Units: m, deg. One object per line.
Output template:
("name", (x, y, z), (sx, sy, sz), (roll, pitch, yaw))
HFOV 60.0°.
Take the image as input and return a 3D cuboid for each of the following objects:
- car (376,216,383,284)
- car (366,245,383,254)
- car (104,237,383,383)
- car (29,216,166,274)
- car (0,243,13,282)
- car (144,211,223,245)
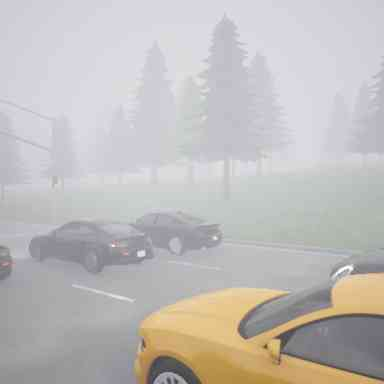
("car", (7.119, 1.474, 7.513), (5.008, 1.535, 1.882), (0, 0, 35))
("car", (4.484, 1.349, 5.091), (4.553, 1.767, 2.097), (0, 0, 36))
("car", (1.696, 1.478, 2.783), (5.008, 1.535, 1.882), (0, 0, 36))
("car", (-3.276, 1.549, 10.601), (4.674, 1.442, 1.812), (0, 0, 36))
("car", (-6.388, 1.553, 8.533), (4.674, 1.442, 1.812), (0, 0, 36))
("car", (-1.175, 1.501, 13.401), (5.008, 1.535, 1.882), (0, 0, 36))
